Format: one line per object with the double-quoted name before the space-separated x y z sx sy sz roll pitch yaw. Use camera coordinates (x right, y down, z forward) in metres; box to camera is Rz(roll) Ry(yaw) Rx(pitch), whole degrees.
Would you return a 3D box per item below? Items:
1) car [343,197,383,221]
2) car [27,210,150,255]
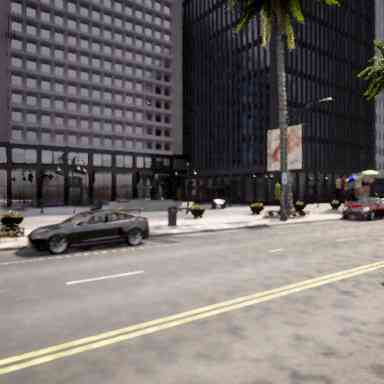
"car" 13.864 1.259 26.205 4.553 1.767 2.185 0 0 -36
"car" -4.025 1.497 13.518 4.786 1.482 2.161 0 0 -36
